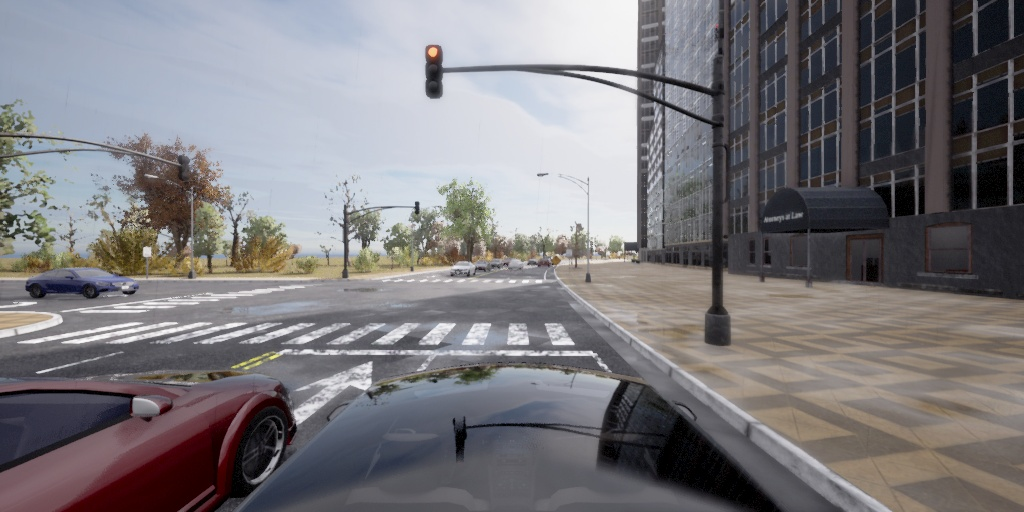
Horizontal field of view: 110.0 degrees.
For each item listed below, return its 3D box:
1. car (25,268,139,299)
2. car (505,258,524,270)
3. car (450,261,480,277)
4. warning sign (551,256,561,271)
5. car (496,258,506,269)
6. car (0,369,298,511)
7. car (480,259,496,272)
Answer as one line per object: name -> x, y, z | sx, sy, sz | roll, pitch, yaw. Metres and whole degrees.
car -> -21.674, 1.322, 18.105 | 4.674, 1.442, 1.812 | 0, 0, 4
car -> 0.631, 1.278, 53.486 | 1.812, 1.442, 4.674 | 0, 0, 8
car -> -4.879, 1.273, 36.323 | 1.812, 1.442, 4.674 | 0, 0, 6
warning sign -> 5.397, 0.868, 43.986 | 1.300, 1.860, 1.060 | 0, 0, 7
car -> -2.474, 1.256, 55.907 | 1.837, 1.490, 4.892 | 0, 0, 9
car -> -3.108, 1.314, 1.836 | 1.994, 1.385, 4.181 | 0, 0, 0
car -> -3.848, 1.296, 45.955 | 2.033, 1.411, 5.357 | 0, 0, 6
